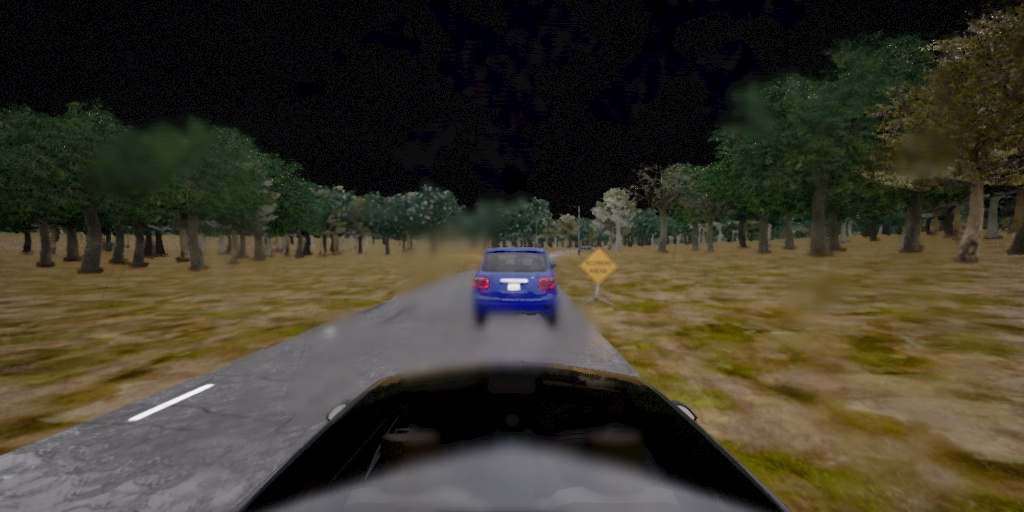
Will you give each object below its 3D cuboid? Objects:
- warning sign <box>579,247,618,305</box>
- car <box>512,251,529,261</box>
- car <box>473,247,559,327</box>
[{"bbox_3d":[2.865,0.622,12.113,1.300,1.860,1.060,0,0,2],"label":"warning sign"},{"bbox_3d":[1.303,-0.065,54.494,1.895,1.301,4.718,1,2,9],"label":"car"},{"bbox_3d":[0.224,0.752,10.882,2.150,2.045,5.566,0,1,4],"label":"car"}]
